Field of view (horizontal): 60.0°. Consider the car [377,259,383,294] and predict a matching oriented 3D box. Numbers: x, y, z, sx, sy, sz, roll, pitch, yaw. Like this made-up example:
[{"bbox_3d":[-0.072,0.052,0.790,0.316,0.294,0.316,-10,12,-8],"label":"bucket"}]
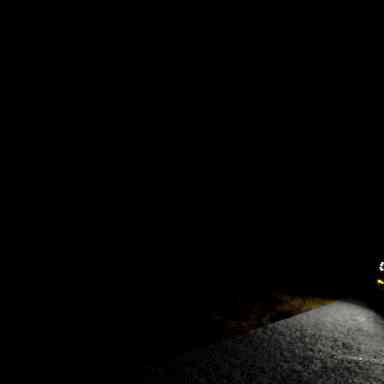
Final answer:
[{"bbox_3d":[5.963,1.486,7.322,4.892,1.490,1.837,0,1,-36],"label":"car"}]
